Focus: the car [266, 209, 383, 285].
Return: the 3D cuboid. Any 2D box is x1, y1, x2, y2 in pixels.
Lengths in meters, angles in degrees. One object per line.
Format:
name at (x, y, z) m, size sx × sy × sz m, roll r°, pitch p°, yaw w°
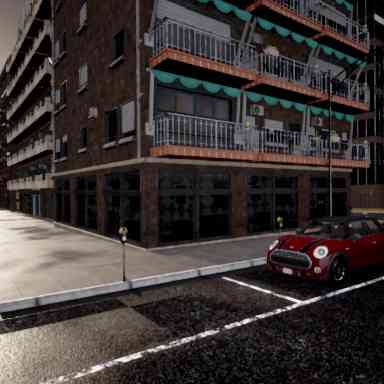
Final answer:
car at (3.987, 1.438, 9.431) m, size 4.097 × 1.590 × 1.967 m, roll 0°, pitch -1°, yaw -36°
